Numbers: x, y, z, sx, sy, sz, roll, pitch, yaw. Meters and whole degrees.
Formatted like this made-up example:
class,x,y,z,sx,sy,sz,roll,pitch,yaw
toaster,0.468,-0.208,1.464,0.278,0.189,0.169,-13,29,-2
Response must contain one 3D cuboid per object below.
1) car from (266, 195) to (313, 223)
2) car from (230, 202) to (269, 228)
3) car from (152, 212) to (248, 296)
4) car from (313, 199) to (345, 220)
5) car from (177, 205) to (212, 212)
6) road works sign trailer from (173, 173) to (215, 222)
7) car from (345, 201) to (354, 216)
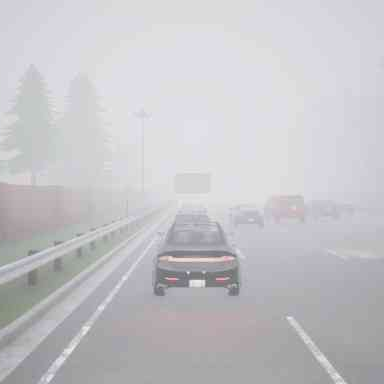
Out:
class,x,y,z,sx,sy,sz,roll,pitch,yaw
car,7.088,1.223,25.729,2.150,2.045,5.566,0,0,0
car,3.589,1.526,22.356,1.812,1.442,4.674,0,0,1
car,0.096,1.491,8.627,2.128,1.511,4.902,0,0,0
car,10.585,1.350,28.012,2.097,1.767,4.553,0,0,0
car,0.113,1.473,19.049,1.882,1.535,5.008,0,0,4
road works sign trailer,0.061,0.464,22.969,2.380,3.560,2.880,0,0,-2
car,14.085,1.477,32.901,1.882,1.535,5.008,0,0,0
